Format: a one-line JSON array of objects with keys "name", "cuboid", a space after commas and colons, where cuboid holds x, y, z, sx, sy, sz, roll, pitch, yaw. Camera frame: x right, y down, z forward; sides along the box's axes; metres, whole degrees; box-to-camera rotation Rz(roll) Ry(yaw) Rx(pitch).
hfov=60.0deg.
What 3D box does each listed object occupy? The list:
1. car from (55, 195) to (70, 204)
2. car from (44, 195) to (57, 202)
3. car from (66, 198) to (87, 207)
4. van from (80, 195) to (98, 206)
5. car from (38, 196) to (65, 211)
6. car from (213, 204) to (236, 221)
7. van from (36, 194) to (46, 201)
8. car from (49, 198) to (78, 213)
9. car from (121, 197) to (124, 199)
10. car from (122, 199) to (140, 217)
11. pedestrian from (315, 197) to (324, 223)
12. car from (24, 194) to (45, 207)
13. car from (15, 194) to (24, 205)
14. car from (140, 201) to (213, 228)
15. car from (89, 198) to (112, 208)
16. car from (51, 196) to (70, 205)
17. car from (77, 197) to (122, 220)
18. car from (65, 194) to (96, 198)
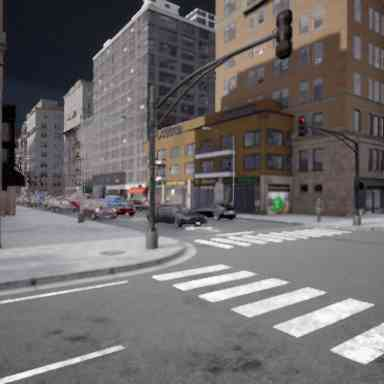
[{"name": "car", "cuboid": [-26.683, 1.532, 68.638, 1.967, 1.590, 4.097, 0, 0, -35]}, {"name": "car", "cuboid": [-33.039, 1.543, 77.643, 1.967, 1.590, 4.097, 0, 0, -35]}, {"name": "car", "cuboid": [-18.165, 1.658, 52.173, 1.895, 1.301, 4.718, 0, 0, -35]}, {"name": "van", "cuboid": [-17.149, 1.417, 55.131, 1.690, 1.788, 3.998, 0, 0, -35]}, {"name": "car", "cuboid": [-17.351, 1.564, 41.499, 2.008, 1.369, 4.403, 0, 0, -35]}, {"name": "car", "cuboid": [1.917, 1.633, 28.117, 1.947, 1.339, 4.313, 1, 0, -35]}, {"name": "van", "cuboid": [-39.394, 1.454, 86.648, 1.690, 1.788, 3.998, 0, 0, -35]}, {"name": "car", "cuboid": [-14.173, 1.593, 36.996, 1.802, 1.307, 4.206, 0, 0, -35]}, {"name": "car", "cuboid": [-7.617, 1.632, 41.624, 1.947, 1.339, 4.313, 0, 0, -35]}, {"name": "car", "cuboid": [-6.980, 1.629, 31.205, 1.895, 1.301, 4.718, 0, 0, -35]}, {"name": "pedestrian", "cuboid": [8.861, 1.230, 23.265, 0.375, 1.860, 0.375, 1, 0, -35]}, {"name": "car", "cuboid": [-23.706, 1.461, 50.503, 1.967, 1.590, 4.097, 0, 0, -35]}, {"name": "car", "cuboid": [-30.062, 1.582, 59.507, 2.008, 1.369, 4.403, 0, 0, -35]}, {"name": "car", "cuboid": [-1.204, 1.577, 22.992, 2.033, 1.411, 5.357, 0, 0, -37]}, {"name": "car", "cuboid": [-13.973, 1.622, 50.628, 2.008, 1.369, 4.403, 0, 0, -35]}, {"name": "car", "cuboid": [-23.992, 1.558, 60.425, 2.128, 1.511, 4.902, 0, 0, -35]}, {"name": "car", "cuboid": [-7.817, 1.451, 27.993, 1.967, 1.590, 4.097, 1, 0, -35]}, {"name": "car", "cuboid": [-13.041, 1.251, 39.842, 2.150, 2.045, 5.566, 0, 0, -35]}]
